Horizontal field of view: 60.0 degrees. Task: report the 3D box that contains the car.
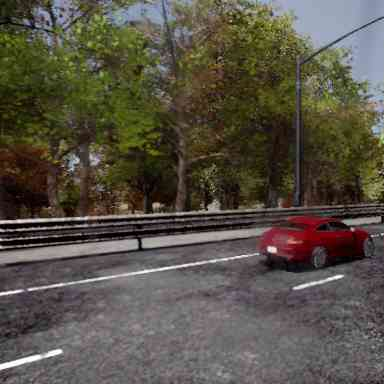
[{"bbox_3d":[4.218,1.531,11.113,4.674,1.442,1.812,0,0,-36],"label":"car"}]
